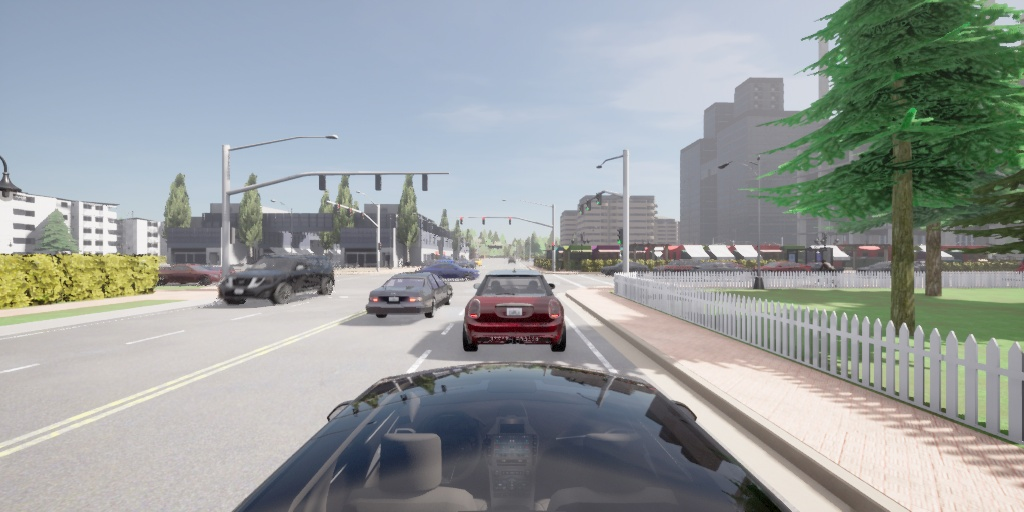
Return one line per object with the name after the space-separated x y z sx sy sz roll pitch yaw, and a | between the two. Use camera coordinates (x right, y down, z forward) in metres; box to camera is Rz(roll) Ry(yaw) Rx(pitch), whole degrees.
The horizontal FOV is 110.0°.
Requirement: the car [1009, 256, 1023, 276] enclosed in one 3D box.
45.191 0.973 29.403 5.566 2.045 2.150 0 0 -1 | car

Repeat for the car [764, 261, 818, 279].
24.288 1.228 32.571 5.008 1.535 1.882 0 0 -1 | car

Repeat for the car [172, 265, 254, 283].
-23.069 1.351 27.809 4.718 1.301 1.895 0 0 -2 | car

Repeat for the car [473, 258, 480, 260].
-7.092 1.297 60.338 2.033 1.411 5.357 0 0 0 | car

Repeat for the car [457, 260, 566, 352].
0.063 1.102 9.089 2.097 1.767 4.553 0 0 0 | car

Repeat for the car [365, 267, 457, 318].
-3.420 1.297 12.924 2.033 1.411 5.357 0 0 0 | car

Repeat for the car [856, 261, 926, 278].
34.349 1.255 32.816 4.892 1.490 1.837 0 0 -1 | car

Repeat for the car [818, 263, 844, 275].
30.449 1.351 36.227 4.718 1.301 1.895 0 0 -1 | car

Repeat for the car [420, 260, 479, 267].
-4.867 1.275 28.299 4.674 1.442 1.812 0 0 0 | car

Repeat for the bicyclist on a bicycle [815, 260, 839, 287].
18.789 1.052 21.448 0.582 1.620 1.656 0 0 -1 | bicyclist on a bicycle

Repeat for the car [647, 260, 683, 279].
15.075 1.102 32.339 4.553 1.767 2.097 0 0 -1 | car

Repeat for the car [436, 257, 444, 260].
-10.608 1.255 46.518 1.837 1.490 4.892 0 0 0 | car

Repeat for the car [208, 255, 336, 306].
-10.151 0.971 16.160 2.150 2.045 5.566 1 0 1 | car

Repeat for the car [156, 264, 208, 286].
-21.745 1.276 24.356 4.674 1.442 1.812 0 0 -2 | car

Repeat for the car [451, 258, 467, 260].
-7.107 1.314 51.095 1.994 1.385 4.181 0 0 0 | car

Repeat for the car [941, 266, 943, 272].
40.674 1.241 36.454 4.902 1.511 2.128 0 0 -1 | car

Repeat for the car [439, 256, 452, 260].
-10.601 0.971 56.380 2.150 2.045 5.566 0 0 0 | car

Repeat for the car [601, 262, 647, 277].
11.226 1.276 35.726 4.674 1.442 1.812 0 0 -1 | car

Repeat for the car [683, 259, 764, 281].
16.823 1.241 28.687 4.902 1.511 2.128 0 0 -1 | car
